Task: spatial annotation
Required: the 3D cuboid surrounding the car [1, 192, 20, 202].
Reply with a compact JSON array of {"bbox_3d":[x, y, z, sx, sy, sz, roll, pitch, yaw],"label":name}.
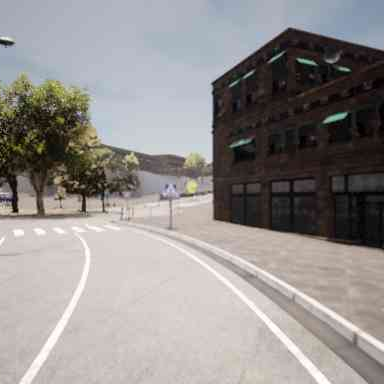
[{"bbox_3d":[-44.595,1.584,81.062,2.097,1.535,5.008,4,2,28],"label":"car"}]
